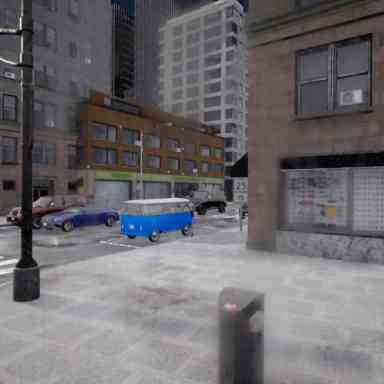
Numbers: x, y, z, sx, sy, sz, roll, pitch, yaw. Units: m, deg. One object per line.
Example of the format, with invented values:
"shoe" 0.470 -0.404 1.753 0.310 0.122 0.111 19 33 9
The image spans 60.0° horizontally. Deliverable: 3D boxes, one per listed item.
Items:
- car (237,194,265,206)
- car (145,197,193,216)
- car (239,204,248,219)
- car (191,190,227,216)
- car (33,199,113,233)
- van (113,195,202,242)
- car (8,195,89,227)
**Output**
"car" 7.759 1.027 43.292 1.947 1.339 4.313 1 2 35
"car" -1.952 1.215 29.549 1.887 1.381 4.507 1 1 35
"car" 5.010 1.280 24.629 2.008 1.369 4.403 1 1 35
"car" 1.007 0.894 29.145 2.150 2.045 5.566 0 1 35
"car" -6.201 1.351 18.938 1.812 1.442 4.674 0 1 35
"van" -1.462 1.208 15.465 1.690 1.788 3.998 1 1 35
"car" -8.424 1.123 20.384 2.192 1.841 5.009 1 1 35
